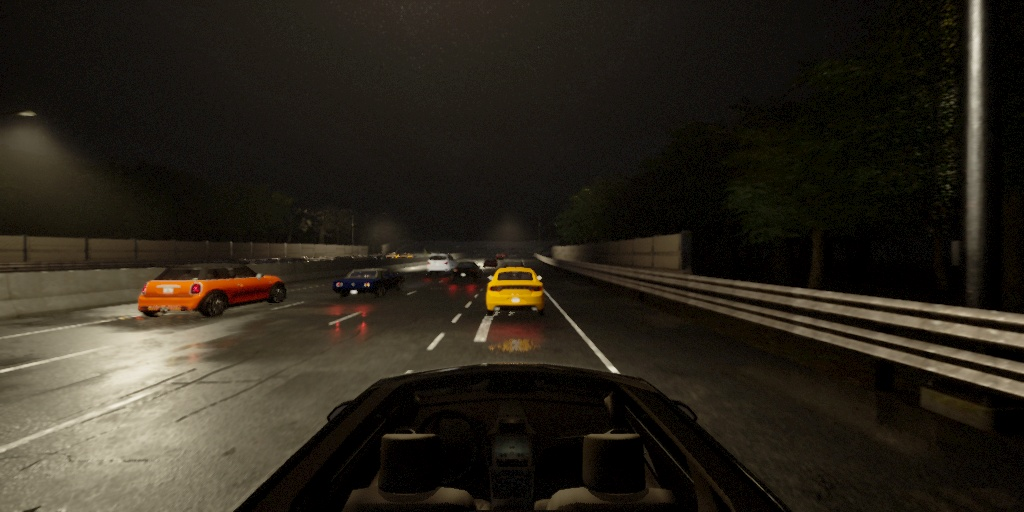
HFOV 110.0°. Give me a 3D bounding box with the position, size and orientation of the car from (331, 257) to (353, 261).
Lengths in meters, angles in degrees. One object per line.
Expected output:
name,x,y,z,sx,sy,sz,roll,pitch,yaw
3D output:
car,-20.876,0.891,43.826,2.097,1.767,4.553,0,0,1

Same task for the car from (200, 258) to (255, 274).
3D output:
car,-31.409,1.058,39.787,2.128,1.511,4.902,0,0,1

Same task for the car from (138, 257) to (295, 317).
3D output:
car,-10.384,1.048,12.963,2.097,1.767,4.553,0,0,0

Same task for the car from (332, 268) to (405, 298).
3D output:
car,-6.870,1.273,17.822,1.895,1.301,4.718,0,0,0

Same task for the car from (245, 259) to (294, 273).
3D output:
car,-27.898,1.104,41.506,2.033,1.411,5.357,0,0,1

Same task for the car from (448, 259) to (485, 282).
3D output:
car,-3.426,1.149,27.693,1.812,1.442,4.674,0,0,0

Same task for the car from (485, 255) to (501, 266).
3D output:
car,-3.210,0.988,54.234,1.994,1.385,4.181,0,1,1

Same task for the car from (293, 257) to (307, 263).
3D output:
car,-24.419,0.918,39.430,2.097,1.767,4.553,0,0,1

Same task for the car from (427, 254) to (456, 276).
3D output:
car,-6.779,0.808,35.207,2.150,2.045,5.566,0,0,0

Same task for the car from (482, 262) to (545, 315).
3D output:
car,0.118,1.170,13.352,1.882,1.535,5.008,0,0,0
